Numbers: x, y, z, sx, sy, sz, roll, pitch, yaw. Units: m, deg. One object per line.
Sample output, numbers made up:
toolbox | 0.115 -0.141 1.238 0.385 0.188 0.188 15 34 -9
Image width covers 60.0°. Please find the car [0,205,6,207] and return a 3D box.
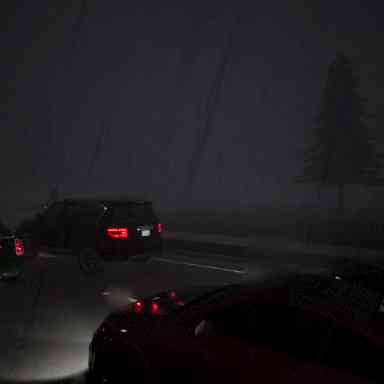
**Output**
car | -21.162 1.601 33.179 1.895 1.301 4.718 0 0 39

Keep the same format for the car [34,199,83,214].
car | -14.461 1.526 36.210 1.812 1.442 4.674 0 0 36

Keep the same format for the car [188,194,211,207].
car | 1.977 1.477 52.775 1.882 1.535 5.008 0 0 36

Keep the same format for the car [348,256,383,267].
car | 4.734 1.478 4.913 5.008 1.535 1.882 0 0 35

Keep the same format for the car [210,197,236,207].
car | 5.134 1.564 51.161 1.994 1.385 4.181 0 0 36

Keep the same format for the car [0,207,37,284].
car | -6.188 1.352 8.364 4.553 1.767 2.097 0 0 36

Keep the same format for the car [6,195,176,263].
car | -3.445 1.221 10.707 5.566 2.045 2.150 0 0 36

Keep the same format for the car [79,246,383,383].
car | 0.865 1.564 3.371 4.181 1.385 1.994 0 0 35

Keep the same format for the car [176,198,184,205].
car | -4.129 1.478 56.284 1.882 1.535 5.008 0 0 36

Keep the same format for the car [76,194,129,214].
car | -9.739 1.221 36.743 2.150 2.045 5.566 0 0 36

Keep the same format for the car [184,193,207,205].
car | 0.820 1.222 57.124 2.150 2.045 5.566 0 0 36
